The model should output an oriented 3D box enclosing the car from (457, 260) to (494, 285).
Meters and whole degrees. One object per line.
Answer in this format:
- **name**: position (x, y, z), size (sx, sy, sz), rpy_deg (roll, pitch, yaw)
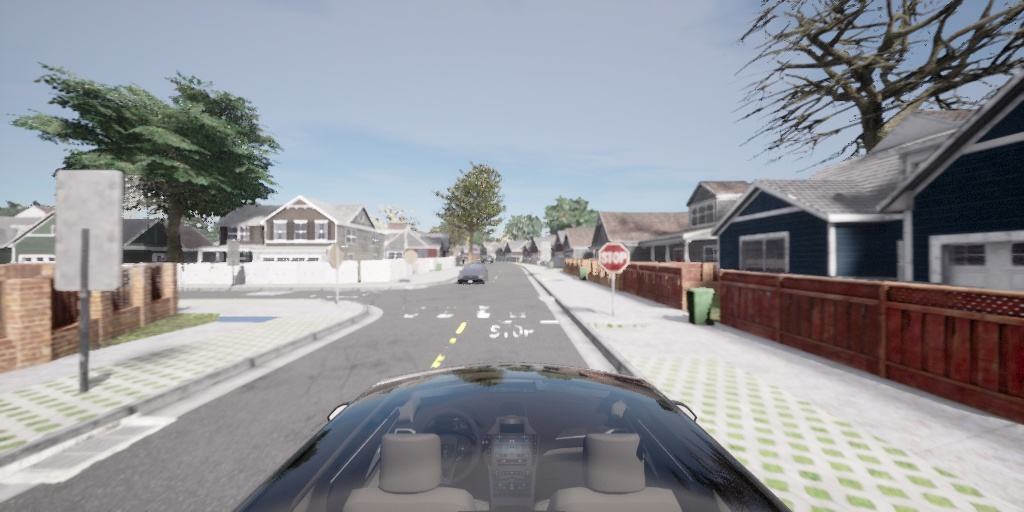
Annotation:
- **car**: position (-2.617, 1.206, 25.418), size (2.033, 1.411, 5.357), rpy_deg (0, 1, 0)
